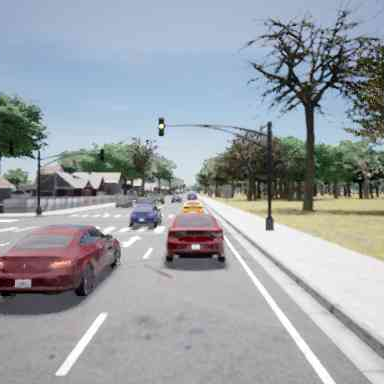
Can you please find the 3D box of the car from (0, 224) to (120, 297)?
[{"bbox_3d":[-3.148,1.540,8.506,1.812,1.442,4.674,0,0,0],"label":"car"}]

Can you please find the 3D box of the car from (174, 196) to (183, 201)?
[{"bbox_3d":[-3.233,1.532,79.961,1.895,1.301,4.718,0,0,0],"label":"car"}]

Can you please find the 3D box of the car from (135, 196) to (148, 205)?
[{"bbox_3d":[-9.755,1.616,64.425,1.812,1.442,4.674,0,0,1],"label":"car"}]

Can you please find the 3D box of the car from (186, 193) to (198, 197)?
[{"bbox_3d":[0.015,1.313,69.541,2.150,2.045,5.566,0,0,0],"label":"car"}]

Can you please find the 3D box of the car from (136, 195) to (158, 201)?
[{"bbox_3d":[-6.570,1.579,48.464,1.837,1.490,4.892,0,0,0],"label":"car"}]

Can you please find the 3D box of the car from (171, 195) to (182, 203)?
[{"bbox_3d":[-3.235,1.444,69.898,2.097,1.767,4.553,0,0,0],"label":"car"}]

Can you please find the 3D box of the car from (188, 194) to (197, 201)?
[{"bbox_3d":[0.017,1.292,79.900,2.097,1.767,4.553,0,0,0],"label":"car"}]

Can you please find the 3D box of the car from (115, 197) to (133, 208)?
[{"bbox_3d":[-9.820,1.579,48.468,1.837,1.490,4.892,0,0,0],"label":"car"}]

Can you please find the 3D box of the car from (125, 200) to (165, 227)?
[{"bbox_3d":[-3.147,1.567,23.067,1.812,1.442,4.674,0,0,0],"label":"car"}]

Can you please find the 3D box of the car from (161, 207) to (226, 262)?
[{"bbox_3d":[0.100,1.499,12.215,1.882,1.535,5.008,0,-1,0],"label":"car"}]

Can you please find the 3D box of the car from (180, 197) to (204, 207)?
[{"bbox_3d":[0.107,1.527,30.715,1.882,1.535,5.008,0,0,0],"label":"car"}]

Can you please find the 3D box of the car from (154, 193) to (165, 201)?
[{"bbox_3d":[-6.511,1.311,64.050,2.150,2.045,5.566,0,0,1],"label":"car"}]
